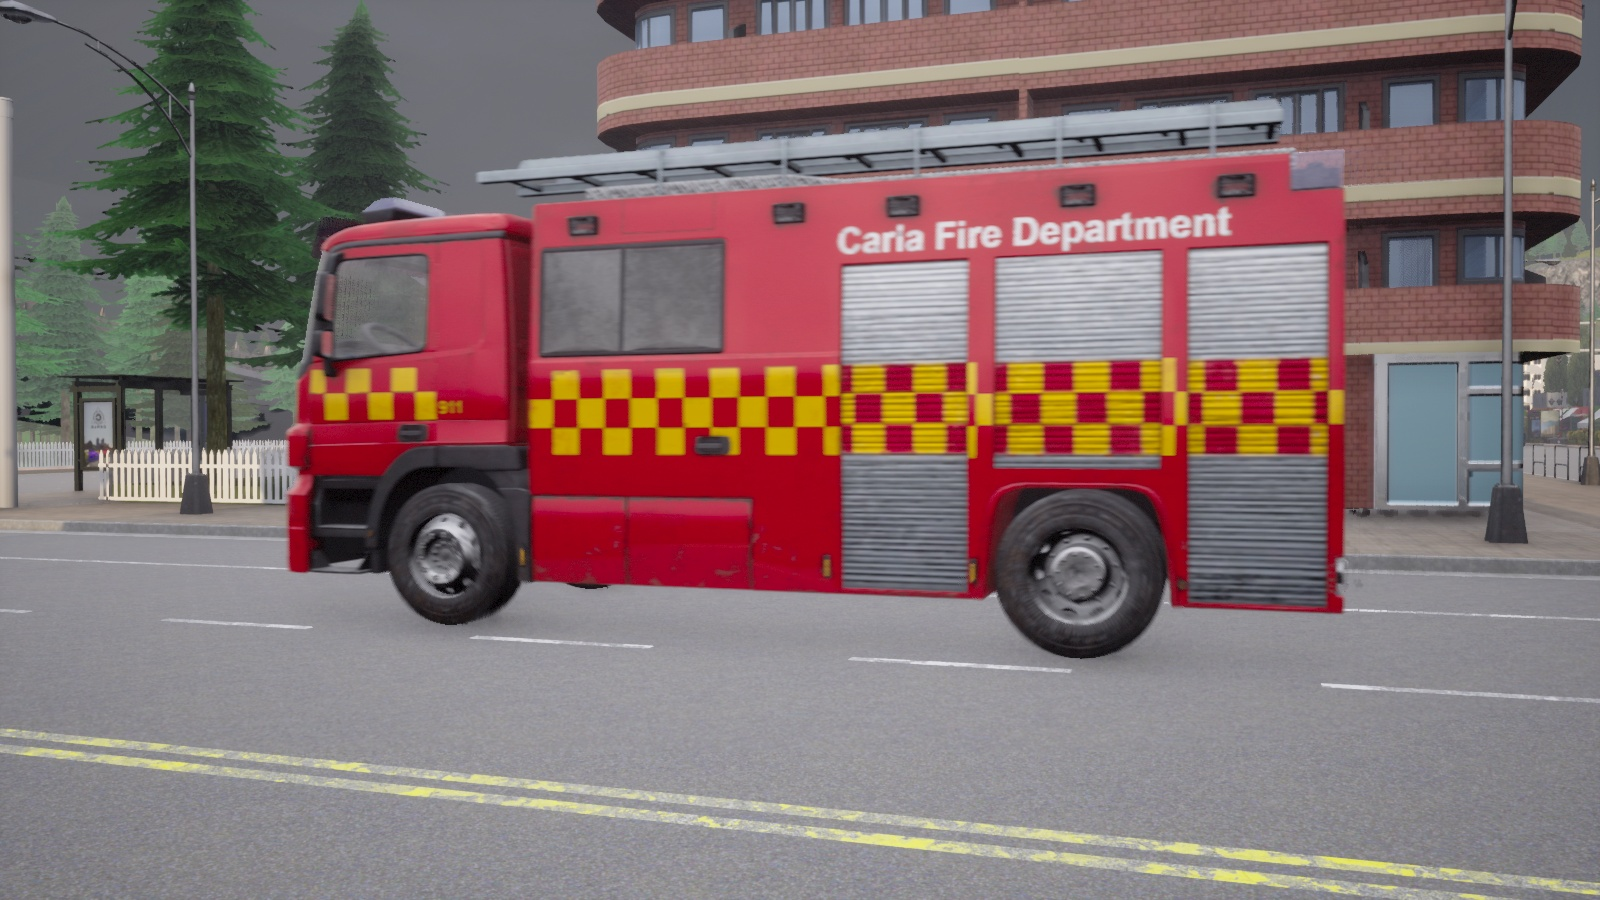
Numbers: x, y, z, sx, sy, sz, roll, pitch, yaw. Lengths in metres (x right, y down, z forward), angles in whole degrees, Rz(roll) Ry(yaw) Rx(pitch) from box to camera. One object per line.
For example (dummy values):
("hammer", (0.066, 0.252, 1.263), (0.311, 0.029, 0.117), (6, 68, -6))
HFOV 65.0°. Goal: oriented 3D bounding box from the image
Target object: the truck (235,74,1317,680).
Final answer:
("truck", (-0.304, -0.510, 10.662), (8.468, 3.827, 2.891), (1, 1, 19))
